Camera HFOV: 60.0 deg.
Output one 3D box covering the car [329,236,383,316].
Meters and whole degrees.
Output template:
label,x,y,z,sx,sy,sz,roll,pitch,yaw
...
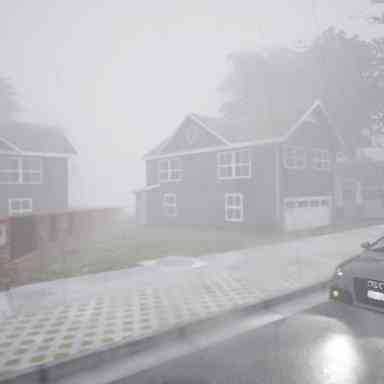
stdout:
label,x,y,z,sx,sy,sz,roll,pitch,yaw
car,4.611,1.523,6.769,4.181,1.385,1.994,0,0,-39
